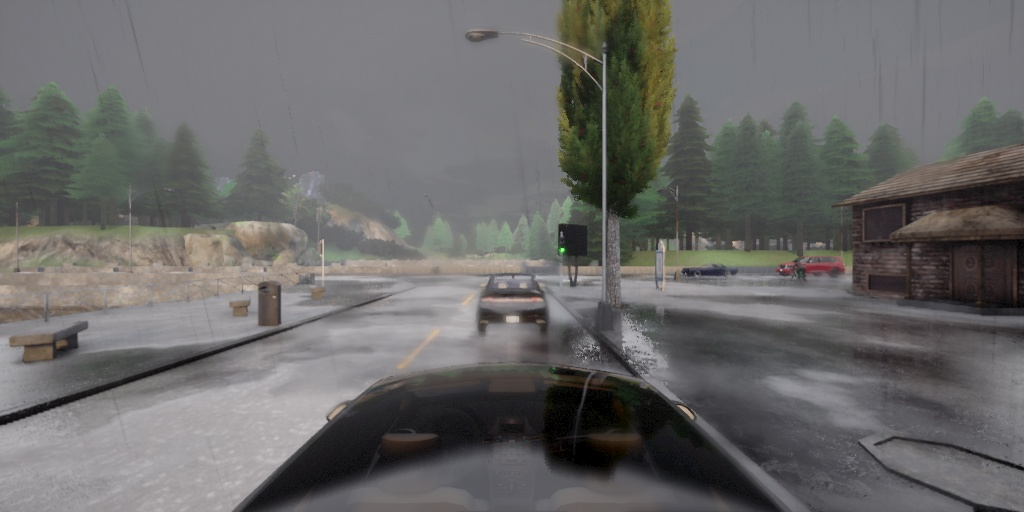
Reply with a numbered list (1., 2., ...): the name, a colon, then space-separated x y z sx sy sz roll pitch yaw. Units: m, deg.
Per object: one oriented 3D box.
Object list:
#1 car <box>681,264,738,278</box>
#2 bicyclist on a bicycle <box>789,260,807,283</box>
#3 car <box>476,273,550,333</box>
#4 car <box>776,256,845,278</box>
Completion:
1. car: 19.016 1.392 34.661 4.718 1.301 1.895 0 0 0
2. bicyclist on a bicycle: 20.954 1.125 26.259 0.582 1.620 1.656 -1 0 0
3. car: 0.034 1.254 10.746 2.128 1.511 4.902 0 0 0
4. car: 28.812 1.013 34.662 5.566 2.045 2.150 0 0 0
